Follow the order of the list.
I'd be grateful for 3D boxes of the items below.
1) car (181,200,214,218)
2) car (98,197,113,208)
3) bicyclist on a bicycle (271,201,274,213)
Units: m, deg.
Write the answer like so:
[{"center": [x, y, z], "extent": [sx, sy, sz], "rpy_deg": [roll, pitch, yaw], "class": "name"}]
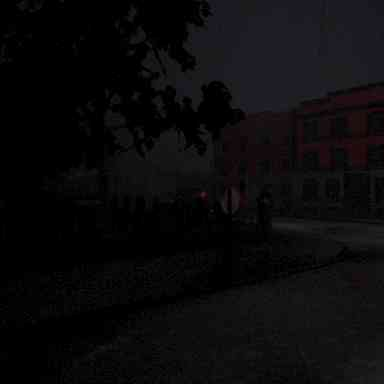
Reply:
[{"center": [0.908, 1.427, 27.681], "extent": [2.128, 1.511, 4.902], "rpy_deg": [0, 0, -36], "class": "car"}, {"center": [-12.479, 1.461, 46.513], "extent": [1.812, 1.442, 4.674], "rpy_deg": [0, 0, -35], "class": "car"}, {"center": [7.556, 1.252, 32.821], "extent": [1.656, 1.620, 0.582], "rpy_deg": [-1, 0, -36], "class": "bicyclist on a bicycle"}]
